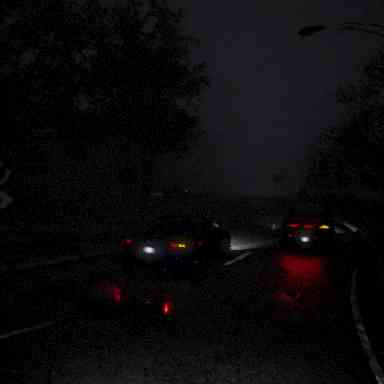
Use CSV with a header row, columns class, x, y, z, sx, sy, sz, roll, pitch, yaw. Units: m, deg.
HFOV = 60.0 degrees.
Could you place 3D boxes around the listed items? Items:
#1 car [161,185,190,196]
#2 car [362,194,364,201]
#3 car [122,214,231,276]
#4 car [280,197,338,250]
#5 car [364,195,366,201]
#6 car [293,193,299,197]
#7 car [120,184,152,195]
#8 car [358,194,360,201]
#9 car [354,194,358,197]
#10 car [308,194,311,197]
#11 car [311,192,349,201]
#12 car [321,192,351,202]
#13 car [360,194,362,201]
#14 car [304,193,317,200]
class,x,y,z,sx,sy,sz,roll,pitch,yaw
car,-2.179,-0.246,43.568,4.181,1.385,1.994,3,4,44
car,36.043,1.524,76.136,4.674,1.452,2.002,2,0,33
car,-0.252,1.360,9.961,1.994,1.385,4.181,2,2,23
car,4.741,1.239,13.456,1.837,1.490,4.892,2,3,22
car,37.527,1.588,78.461,4.792,1.488,2.163,2,0,33
car,23.525,0.927,73.052,1.837,1.490,4.892,2,-1,33
car,-7.379,-0.339,43.785,4.674,1.442,1.812,3,4,36
car,33.003,1.200,71.543,4.553,1.767,2.185,2,0,33
car,29.857,1.141,67.024,5.366,1.575,1.946,2,-1,33
car,26.243,1.012,71.272,1.882,1.535,5.008,2,-1,33
car,23.977,0.765,57.710,4.892,1.521,2.231,2,-1,33
car,27.001,0.963,62.310,4.892,1.521,2.231,2,-1,33
car,34.531,1.445,73.836,4.674,1.452,2.002,2,0,33
car,29.025,1.151,81.450,1.812,1.442,4.674,2,0,33
